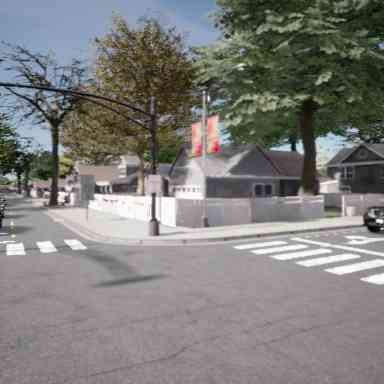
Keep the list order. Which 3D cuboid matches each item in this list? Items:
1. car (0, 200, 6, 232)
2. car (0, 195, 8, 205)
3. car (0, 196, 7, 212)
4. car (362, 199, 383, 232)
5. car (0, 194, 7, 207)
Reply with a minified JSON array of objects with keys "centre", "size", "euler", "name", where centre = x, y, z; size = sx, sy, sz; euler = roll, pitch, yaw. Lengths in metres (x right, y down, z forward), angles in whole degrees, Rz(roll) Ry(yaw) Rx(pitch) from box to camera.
[{"centre":[-11.029,1.372,17.417],"size":[1.812,1.442,4.674],"euler":[0,1,-27],"name":"car"},{"centre":[-15.825,1.276,26.273],"size":[1.837,1.490,4.892],"euler":[0,1,-29],"name":"car"},{"centre":[-20.750,1.190,35.160],"size":[2.128,1.511,4.902],"euler":[0,1,-29],"name":"car"},{"centre":[10.818,0.920,16.230],"size":[5.566,2.045,2.150],"euler":[-1,1,-29],"name":"car"},{"centre":[-25.721,1.118,44.131],"size":[2.128,1.511,4.902],"euler":[0,1,-29],"name":"car"}]
